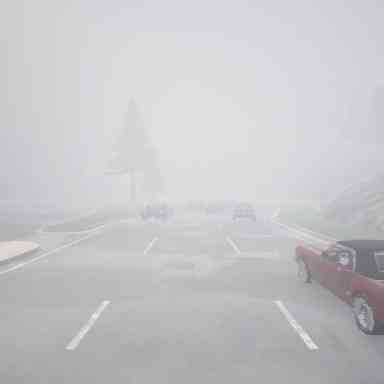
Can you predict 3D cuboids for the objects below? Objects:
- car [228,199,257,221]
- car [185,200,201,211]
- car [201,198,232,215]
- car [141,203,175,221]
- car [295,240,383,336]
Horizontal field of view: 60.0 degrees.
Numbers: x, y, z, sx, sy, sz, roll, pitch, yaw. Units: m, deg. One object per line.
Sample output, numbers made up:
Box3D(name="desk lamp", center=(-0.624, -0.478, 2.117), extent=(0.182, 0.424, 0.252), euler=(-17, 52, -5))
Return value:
Box3D(name="car", center=(4.337, 1.548, 27.548), extent=(2.033, 1.411, 5.357), euler=(0, 0, 9))
Box3D(name="car", center=(0.714, 1.601, 40.708), extent=(1.895, 1.301, 4.718), euler=(0, 0, 16))
Box3D(name="car", center=(2.572, 1.526, 34.267), extent=(1.812, 1.442, 4.674), euler=(0, 0, 15))
Box3D(name="car", center=(-2.667, 1.601, 27.491), extent=(1.895, 1.301, 4.718), euler=(0, 0, 8))
Box3D(name="car", center=(3.603, 1.601, 6.603), extent=(1.895, 1.301, 4.718), euler=(0, 0, 0))
